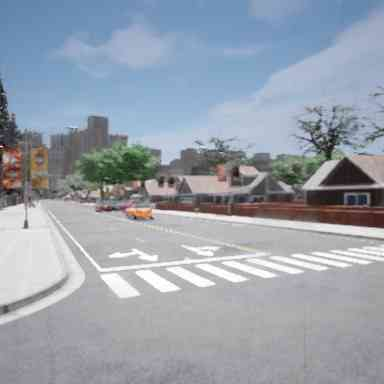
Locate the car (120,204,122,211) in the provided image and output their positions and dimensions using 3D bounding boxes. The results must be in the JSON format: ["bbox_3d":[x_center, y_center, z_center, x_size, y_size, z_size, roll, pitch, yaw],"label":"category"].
[{"bbox_3d":[-8.990,2.268,51.225,2.150,2.045,5.566,0,-1,-24],"label":"car"}]

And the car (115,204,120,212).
[{"bbox_3d":[-13.413,2.808,60.672,2.033,1.411,5.357,0,-1,-25],"label":"car"}]

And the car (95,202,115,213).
[{"bbox_3d":[-15.223,2.563,57.048,2.097,1.767,4.553,0,-1,-25],"label":"car"}]

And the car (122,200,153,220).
[{"bbox_3d":[-5.922,2.103,36.834,2.097,1.767,4.553,0,-1,-25],"label":"car"}]
